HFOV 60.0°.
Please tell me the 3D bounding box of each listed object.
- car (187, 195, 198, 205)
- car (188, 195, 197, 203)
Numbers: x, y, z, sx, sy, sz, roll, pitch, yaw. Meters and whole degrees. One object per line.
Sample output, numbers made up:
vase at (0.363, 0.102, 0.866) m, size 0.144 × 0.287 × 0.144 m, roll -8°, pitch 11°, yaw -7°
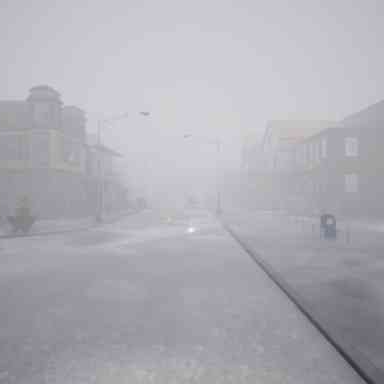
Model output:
car at (0.128, 1.506, 58.031) m, size 2.033 × 1.411 × 5.357 m, roll 0°, pitch 0°, yaw -1°
car at (0.028, 1.453, 68.522) m, size 1.837 × 1.490 × 4.892 m, roll 0°, pitch 0°, yaw 0°
